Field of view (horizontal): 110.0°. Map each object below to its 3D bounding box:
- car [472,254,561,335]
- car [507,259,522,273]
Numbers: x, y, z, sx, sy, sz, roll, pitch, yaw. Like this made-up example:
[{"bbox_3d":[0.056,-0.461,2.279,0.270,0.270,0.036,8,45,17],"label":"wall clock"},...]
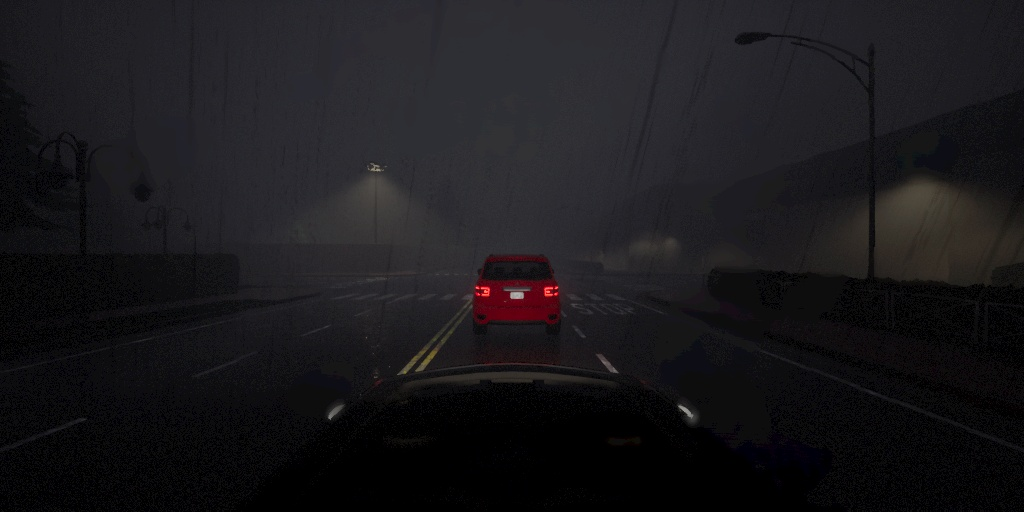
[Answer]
[{"bbox_3d":[0.118,0.971,10.658,2.150,2.045,5.566,0,0,0],"label":"car"},{"bbox_3d":[0.340,1.228,45.516,1.882,1.535,5.008,0,0,1],"label":"car"}]
